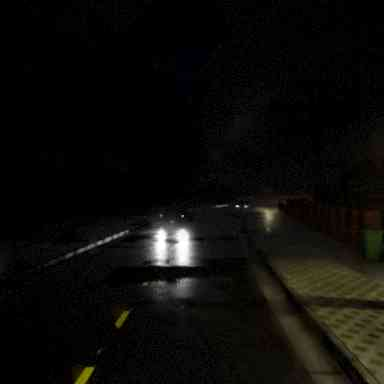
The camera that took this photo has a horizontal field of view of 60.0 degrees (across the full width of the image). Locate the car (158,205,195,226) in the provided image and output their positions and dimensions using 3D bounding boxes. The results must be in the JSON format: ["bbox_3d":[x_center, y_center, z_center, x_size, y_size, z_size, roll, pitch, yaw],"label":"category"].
[{"bbox_3d":[-0.995,1.626,23.572,1.895,1.301,4.718,0,0,8],"label":"car"}]

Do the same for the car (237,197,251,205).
[{"bbox_3d":[9.891,1.686,63.589,1.882,1.535,5.008,0,0,22],"label":"car"}]

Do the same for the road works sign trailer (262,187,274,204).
[{"bbox_3d":[16.564,0.709,72.182,2.380,3.560,2.880,-1,-1,27],"label":"road works sign trailer"}]
